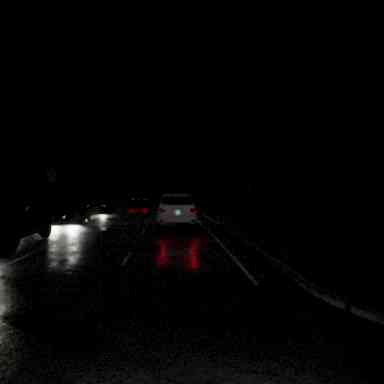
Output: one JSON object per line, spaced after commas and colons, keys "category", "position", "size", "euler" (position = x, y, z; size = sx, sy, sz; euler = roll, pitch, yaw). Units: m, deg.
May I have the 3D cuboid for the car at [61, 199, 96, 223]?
{"category": "car", "position": [-8.409, 1.415, 23.434], "size": [1.994, 1.385, 4.181], "euler": [0, 0, -5]}

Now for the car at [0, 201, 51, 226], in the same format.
{"category": "car", "position": [-11.915, 1.403, 23.425], "size": [2.033, 1.411, 5.357], "euler": [0, 0, -5]}

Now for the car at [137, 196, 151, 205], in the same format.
{"category": "car", "position": [-7.672, 1.332, 53.639], "size": [1.994, 1.385, 4.181], "euler": [0, 0, -5]}

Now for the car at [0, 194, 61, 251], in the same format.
{"category": "car", "position": [-7.710, 1.134, 14.041], "size": [2.150, 2.045, 5.566], "euler": [0, 0, -3]}

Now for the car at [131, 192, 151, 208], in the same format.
{"category": "car", "position": [-6.715, 0.995, 43.299], "size": [2.150, 2.045, 5.566], "euler": [0, 0, -5]}

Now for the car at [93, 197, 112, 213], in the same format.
{"category": "car", "position": [-9.344, 1.280, 33.890], "size": [1.882, 1.535, 5.008], "euler": [0, 0, -5]}

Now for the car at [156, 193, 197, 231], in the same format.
{"category": "car", "position": [-0.944, 1.085, 19.642], "size": [2.150, 2.045, 5.566], "euler": [0, 0, -5]}

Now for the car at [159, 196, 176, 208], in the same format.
{"category": "car", "position": [-3.302, 1.312, 44.500], "size": [2.033, 1.411, 5.357], "euler": [0, 0, -5]}
